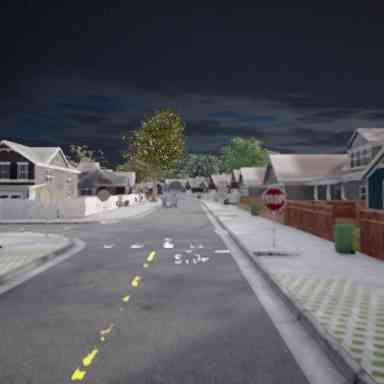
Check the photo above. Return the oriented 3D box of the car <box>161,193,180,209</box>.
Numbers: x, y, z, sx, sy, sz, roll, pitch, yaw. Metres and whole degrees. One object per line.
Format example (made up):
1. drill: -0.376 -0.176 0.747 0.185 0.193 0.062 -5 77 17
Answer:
1. car: -2.763 1.256 41.784 2.128 1.511 4.902 0 0 0

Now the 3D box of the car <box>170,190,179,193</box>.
1. car: -3.586 0.668 67.358 2.150 2.045 5.566 0 0 -6
